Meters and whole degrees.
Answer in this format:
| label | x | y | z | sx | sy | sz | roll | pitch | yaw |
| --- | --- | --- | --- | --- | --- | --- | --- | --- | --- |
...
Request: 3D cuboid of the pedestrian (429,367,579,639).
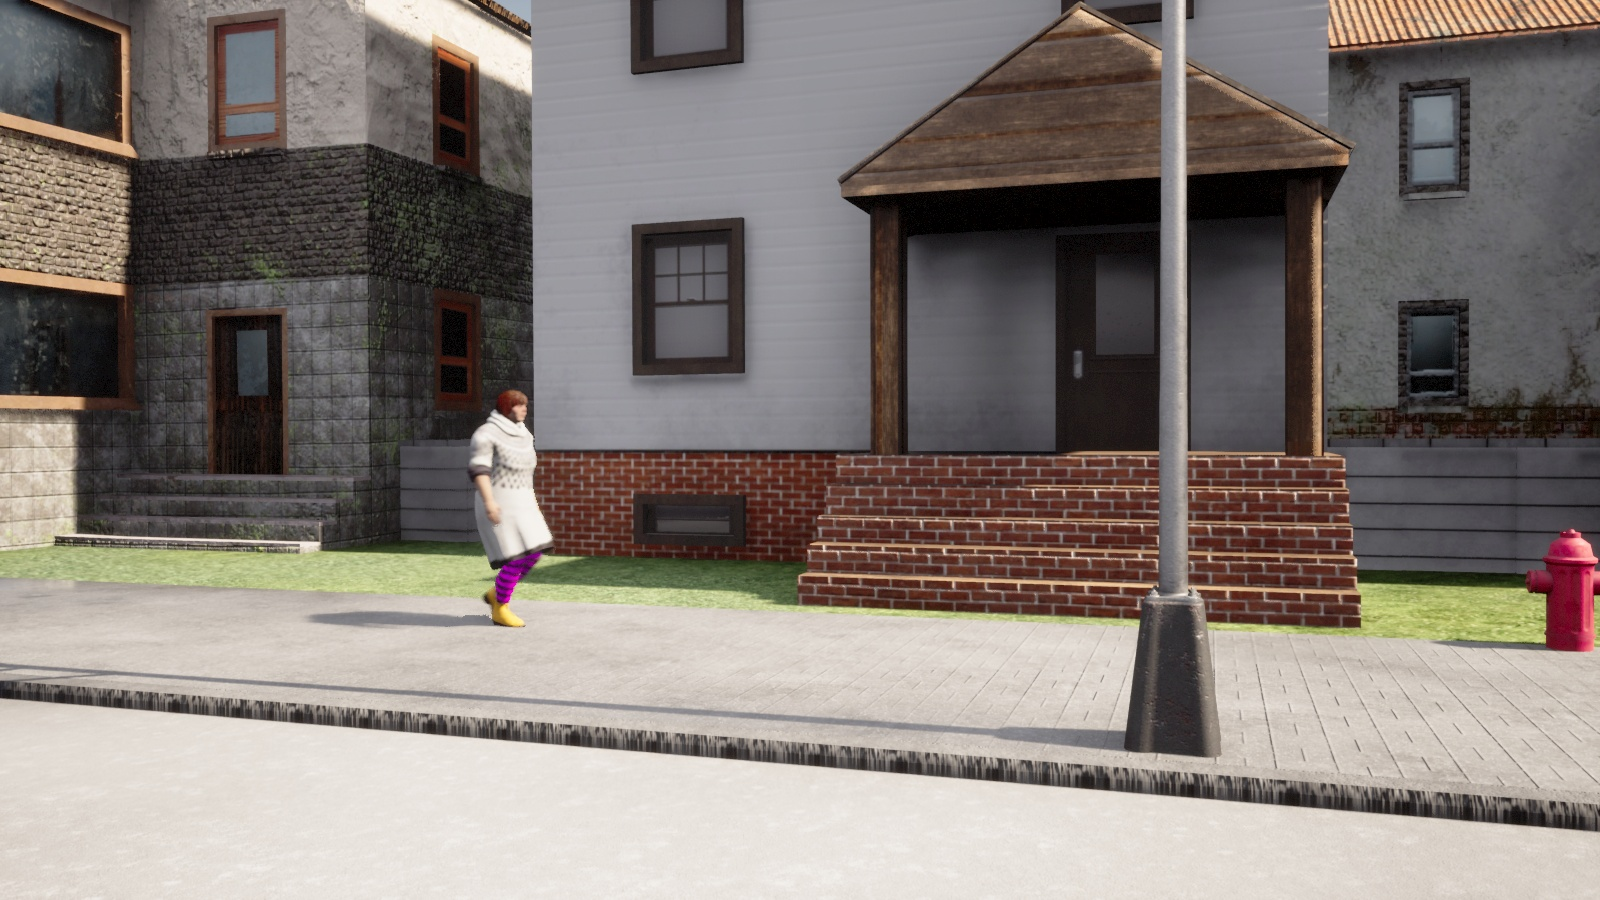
| label | x | y | z | sx | sy | sz | roll | pitch | yaw |
| --- | --- | --- | --- | --- | --- | --- | --- | --- | --- |
| pedestrian | -2.228 | 0.376 | 9.485 | 0.873 | 1.952 | 0.659 | 1 | 1 | 24 |
